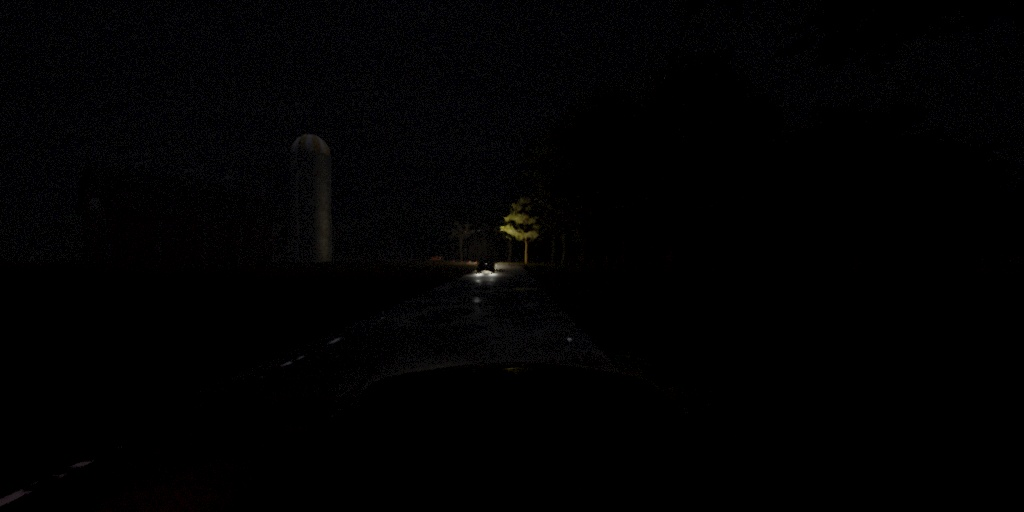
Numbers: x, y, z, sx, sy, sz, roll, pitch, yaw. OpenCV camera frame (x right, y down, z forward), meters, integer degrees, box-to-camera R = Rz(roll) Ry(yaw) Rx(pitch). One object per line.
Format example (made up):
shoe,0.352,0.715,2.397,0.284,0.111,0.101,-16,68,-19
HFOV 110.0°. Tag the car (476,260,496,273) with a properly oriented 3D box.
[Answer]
car,-2.896,1.160,40.456,1.837,1.490,4.892,0,0,0
